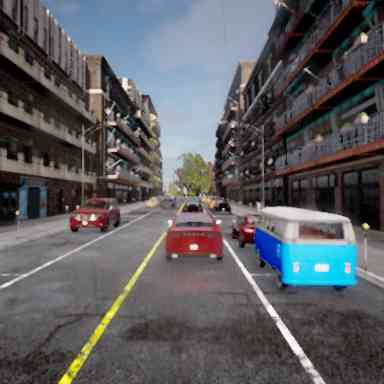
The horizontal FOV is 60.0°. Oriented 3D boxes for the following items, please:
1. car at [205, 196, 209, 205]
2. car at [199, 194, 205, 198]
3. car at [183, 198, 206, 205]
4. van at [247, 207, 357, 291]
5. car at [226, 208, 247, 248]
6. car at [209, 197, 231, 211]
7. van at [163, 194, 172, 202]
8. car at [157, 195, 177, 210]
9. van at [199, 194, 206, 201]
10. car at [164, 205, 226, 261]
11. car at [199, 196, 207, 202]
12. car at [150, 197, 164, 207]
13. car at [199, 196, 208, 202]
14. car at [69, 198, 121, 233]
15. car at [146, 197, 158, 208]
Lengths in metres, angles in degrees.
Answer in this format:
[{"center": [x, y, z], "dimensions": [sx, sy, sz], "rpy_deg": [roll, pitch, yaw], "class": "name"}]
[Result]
[{"center": [3.120, 1.373, 42.642], "dimensions": [2.097, 1.767, 4.553], "rpy_deg": [0, 0, 0], "class": "car"}, {"center": [2.715, 1.566, 71.219], "dimensions": [1.752, 1.417, 4.829], "rpy_deg": [1, 0, 0], "class": "car"}, {"center": [0.095, 1.539, 30.550], "dimensions": [1.812, 1.442, 4.674], "rpy_deg": [0, 0, 0], "class": "car"}, {"center": [2.707, 1.344, 8.769], "dimensions": [1.690, 1.788, 3.998], "rpy_deg": [1, 0, 0], "class": "van"}, {"center": [2.704, 1.588, 14.430], "dimensions": [1.802, 1.307, 4.206], "rpy_deg": [1, 0, 0], "class": "car"}, {"center": [3.155, 1.542, 35.671], "dimensions": [1.812, 1.442, 4.674], "rpy_deg": [0, 0, 0], "class": "car"}, {"center": [-5.663, 1.387, 76.750], "dimensions": [1.690, 1.788, 3.998], "rpy_deg": [1, 0, 0], "class": "van"}, {"center": [-3.082, 1.499, 43.793], "dimensions": [1.882, 1.535, 5.008], "rpy_deg": [0, 0, 0], "class": "car"}, {"center": [2.705, 1.396, 88.034], "dimensions": [1.690, 1.788, 3.998], "rpy_deg": [1, 0, 0], "class": "van"}, {"center": [0.082, 1.482, 12.370], "dimensions": [1.882, 1.535, 5.008], "rpy_deg": [0, 0, 1], "class": "car"}, {"center": [2.722, 1.616, 82.372], "dimensions": [1.947, 1.339, 4.313], "rpy_deg": [1, 0, 0], "class": "car"}, {"center": [-5.669, 1.572, 54.103], "dimensions": [1.887, 1.381, 4.507], "rpy_deg": [1, 0, 0], "class": "car"}, {"center": [2.718, 1.590, 76.710], "dimensions": [1.887, 1.381, 4.507], "rpy_deg": [1, 0, 0], "class": "car"}, {"center": [-5.671, 1.324, 20.134], "dimensions": [2.192, 1.841, 5.009], "rpy_deg": [1, 0, 0], "class": "car"}, {"center": [-5.671, 1.549, 48.273], "dimensions": [1.752, 1.417, 4.829], "rpy_deg": [1, 0, 0], "class": "car"}]
